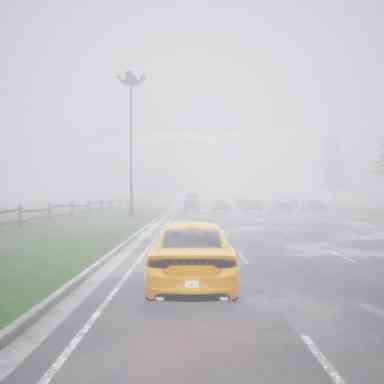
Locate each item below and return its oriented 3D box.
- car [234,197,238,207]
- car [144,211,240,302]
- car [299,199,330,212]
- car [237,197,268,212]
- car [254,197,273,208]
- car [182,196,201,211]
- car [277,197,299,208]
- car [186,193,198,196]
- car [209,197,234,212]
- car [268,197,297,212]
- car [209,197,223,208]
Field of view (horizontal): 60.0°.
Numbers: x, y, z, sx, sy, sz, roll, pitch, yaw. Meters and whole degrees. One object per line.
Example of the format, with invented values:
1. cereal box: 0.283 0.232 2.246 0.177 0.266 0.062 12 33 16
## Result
1. car: 6.993 1.491 49.405 2.128 1.511 4.902 0 0 0
2. car: -0.002 1.478 8.351 1.882 1.535 5.008 0 0 0
3. car: 13.989 1.547 38.220 2.033 1.411 5.357 0 0 0
4. car: 6.997 1.547 39.083 2.033 1.411 5.357 0 0 0
5. car: 10.490 1.526 49.214 1.812 1.442 4.674 0 0 0
6. car: -0.009 1.505 38.375 1.837 1.490 4.892 0 0 0
7. car: 13.988 1.505 48.825 1.837 1.490 4.892 0 0 0
8. car: -0.013 1.221 48.807 2.150 2.045 5.566 0 0 0
9. car: 3.498 1.564 39.646 1.994 1.385 4.181 0 0 0
10. car: 10.496 1.526 39.162 1.812 1.442 4.674 0 0 0
11. car: 3.493 1.526 49.680 1.812 1.442 4.674 0 0 0
